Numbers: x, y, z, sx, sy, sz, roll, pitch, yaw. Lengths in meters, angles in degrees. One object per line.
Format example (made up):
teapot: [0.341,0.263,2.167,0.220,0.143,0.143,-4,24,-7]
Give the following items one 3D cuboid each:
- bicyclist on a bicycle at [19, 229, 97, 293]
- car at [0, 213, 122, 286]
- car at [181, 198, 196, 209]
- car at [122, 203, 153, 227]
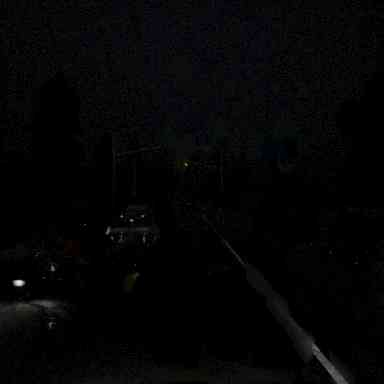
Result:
bicyclist on a bicycle: [-2.588,1.404,6.699,1.656,1.620,0.582,22,33,-12]
car: [-3.706,1.547,9.741,2.033,1.411,5.357,0,0,-1]
car: [-0.468,1.545,45.248,2.033,1.411,5.357,0,0,-1]
car: [-3.802,1.525,23.186,1.812,1.442,4.674,0,0,0]
